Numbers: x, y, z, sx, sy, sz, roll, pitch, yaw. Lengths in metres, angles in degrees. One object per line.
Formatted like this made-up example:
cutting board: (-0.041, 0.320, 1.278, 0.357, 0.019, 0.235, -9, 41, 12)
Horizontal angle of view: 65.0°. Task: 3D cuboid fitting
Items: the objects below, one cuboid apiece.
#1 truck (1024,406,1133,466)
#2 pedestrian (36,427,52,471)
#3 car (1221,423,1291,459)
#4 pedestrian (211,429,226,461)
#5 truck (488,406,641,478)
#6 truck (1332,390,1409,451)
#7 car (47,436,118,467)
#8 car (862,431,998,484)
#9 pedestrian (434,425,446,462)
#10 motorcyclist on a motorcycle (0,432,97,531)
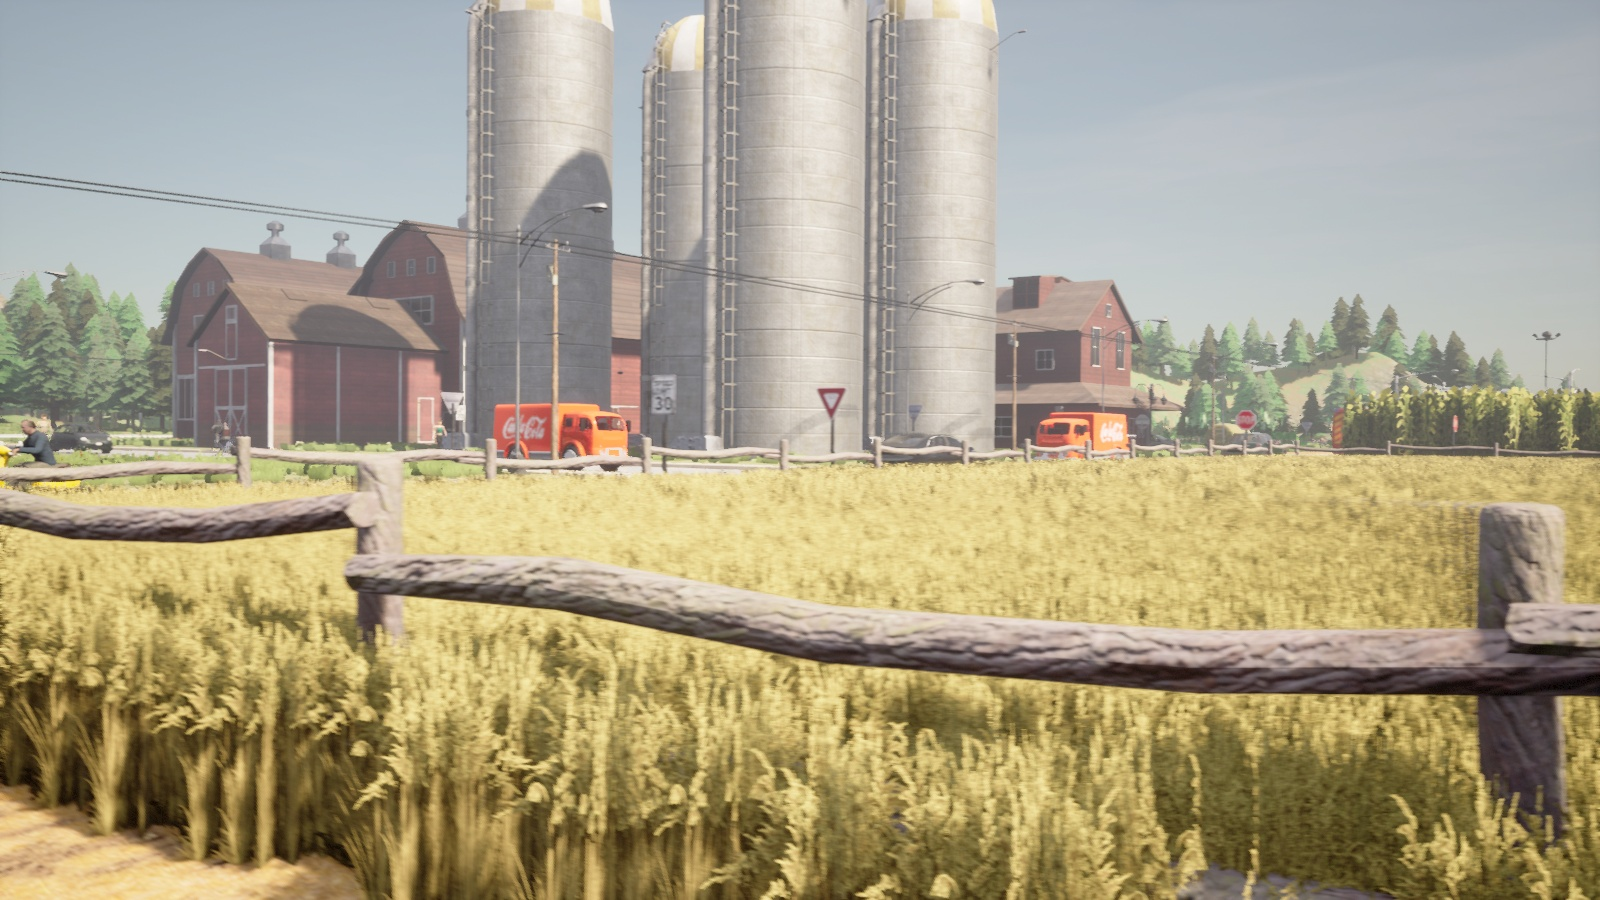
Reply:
truck: (12.196, -0.613, 54.697, 2.627, 2.467, 5.204, 0, 1, 38)
pedestrian: (-31.373, -0.040, 52.102, 0.594, 1.836, 0.345, 0, 1, 35)
car: (23.093, -0.486, 63.458, 2.097, 1.767, 4.553, 0, 1, 37)
pedestrian: (-34.249, -0.313, 73.988, 0.563, 1.883, 0.849, -1, 1, -42)
truck: (-8.659, -0.305, 45.985, 5.204, 2.467, 2.627, 0, 1, 36)
truck: (37.916, -1.916, 83.244, 2.891, 3.827, 8.468, 0, 1, 37)
car: (-38.820, 0.055, 67.895, 3.988, 1.617, 1.851, 0, 1, 36)
car: (4.010, 0.182, 37.984, 1.837, 1.490, 4.892, 0, 1, 37)
pedestrian: (-17.939, -0.304, 62.530, 0.345, 1.836, 0.594, -1, 1, -36)
motorcyclist on a motorcycle: (-13.001, 0.515, 21.129, 0.866, 1.590, 1.817, 0, 1, 38)
